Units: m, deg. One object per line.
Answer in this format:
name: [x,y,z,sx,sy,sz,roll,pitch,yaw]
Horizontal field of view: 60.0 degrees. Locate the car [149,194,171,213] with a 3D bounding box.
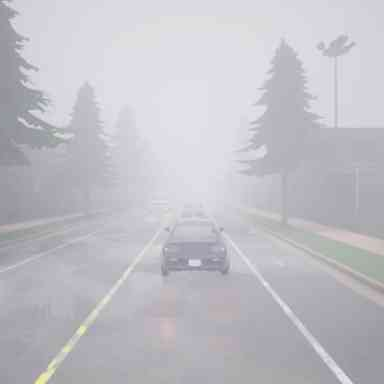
car: [-3.594,1.271,38.385,2.150,2.045,5.566,0,0,0]

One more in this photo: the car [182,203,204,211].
car: [0.094,1.642,29.650,1.895,1.301,4.718,0,0,0]

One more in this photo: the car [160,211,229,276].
car: [0.080,1.540,10.327,1.812,1.442,4.674,0,0,0]

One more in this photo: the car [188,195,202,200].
car: [0.724,1.453,79.864,1.882,1.535,5.008,0,0,24]
